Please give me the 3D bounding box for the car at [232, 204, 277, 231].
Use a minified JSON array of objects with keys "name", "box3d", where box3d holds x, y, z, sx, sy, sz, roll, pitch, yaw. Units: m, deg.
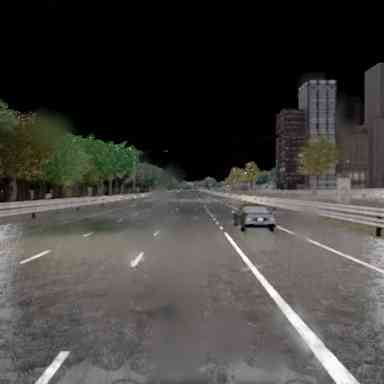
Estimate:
[{"name":"car","box3d":[3.491,1.434,19.473,2.033,1.411,5.357,0,0,0]}]
